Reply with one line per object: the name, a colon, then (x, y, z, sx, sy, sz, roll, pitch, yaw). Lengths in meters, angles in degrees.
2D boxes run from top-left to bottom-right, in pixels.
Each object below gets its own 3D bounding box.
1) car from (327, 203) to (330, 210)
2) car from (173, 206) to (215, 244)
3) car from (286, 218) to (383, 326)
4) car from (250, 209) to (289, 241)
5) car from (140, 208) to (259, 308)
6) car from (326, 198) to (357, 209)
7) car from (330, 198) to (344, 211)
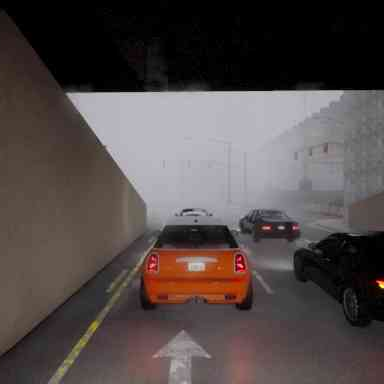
car: (17.522, 1.452, 38.907, 2.038, 1.542, 4.974, 0, 0, 45)
car: (0.093, 1.525, 16.735, 1.812, 1.442, 4.674, 0, 0, 0)
car: (3.584, 1.526, 6.914, 1.812, 1.442, 4.674, 0, 0, 0)
car: (3.626, 1.547, 16.406, 2.033, 1.411, 5.357, 0, 0, -3)
car: (0.086, 1.352, 8.057, 2.097, 1.767, 4.553, 0, 0, 0)
car: (17.558, 1.294, 38.944, 1.853, 1.218, 4.536, 0, 0, 45)
car: (17.419, 1.452, 34.300, 2.038, 1.542, 4.974, 0, 0, -35)
